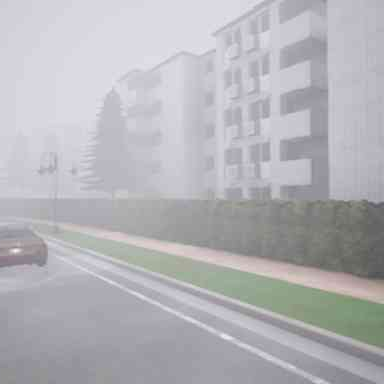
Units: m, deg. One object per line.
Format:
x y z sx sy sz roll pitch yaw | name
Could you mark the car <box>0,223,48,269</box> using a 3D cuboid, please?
-6.452 1.749 11.510 1.994 1.385 4.181 0 -1 -37 | car
